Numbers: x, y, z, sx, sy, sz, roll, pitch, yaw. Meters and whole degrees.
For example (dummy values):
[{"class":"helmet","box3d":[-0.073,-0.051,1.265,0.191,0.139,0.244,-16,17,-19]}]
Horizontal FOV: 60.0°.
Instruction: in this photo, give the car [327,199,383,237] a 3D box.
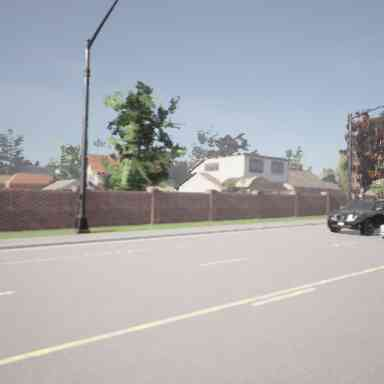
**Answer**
[{"class":"car","box3d":[10.531,1.444,20.092,5.566,2.045,2.150,1,-1,-36]}]

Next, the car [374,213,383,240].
[{"class":"car","box3d":[11.140,1.803,16.230,4.718,1.301,1.895,1,0,-35]}]
